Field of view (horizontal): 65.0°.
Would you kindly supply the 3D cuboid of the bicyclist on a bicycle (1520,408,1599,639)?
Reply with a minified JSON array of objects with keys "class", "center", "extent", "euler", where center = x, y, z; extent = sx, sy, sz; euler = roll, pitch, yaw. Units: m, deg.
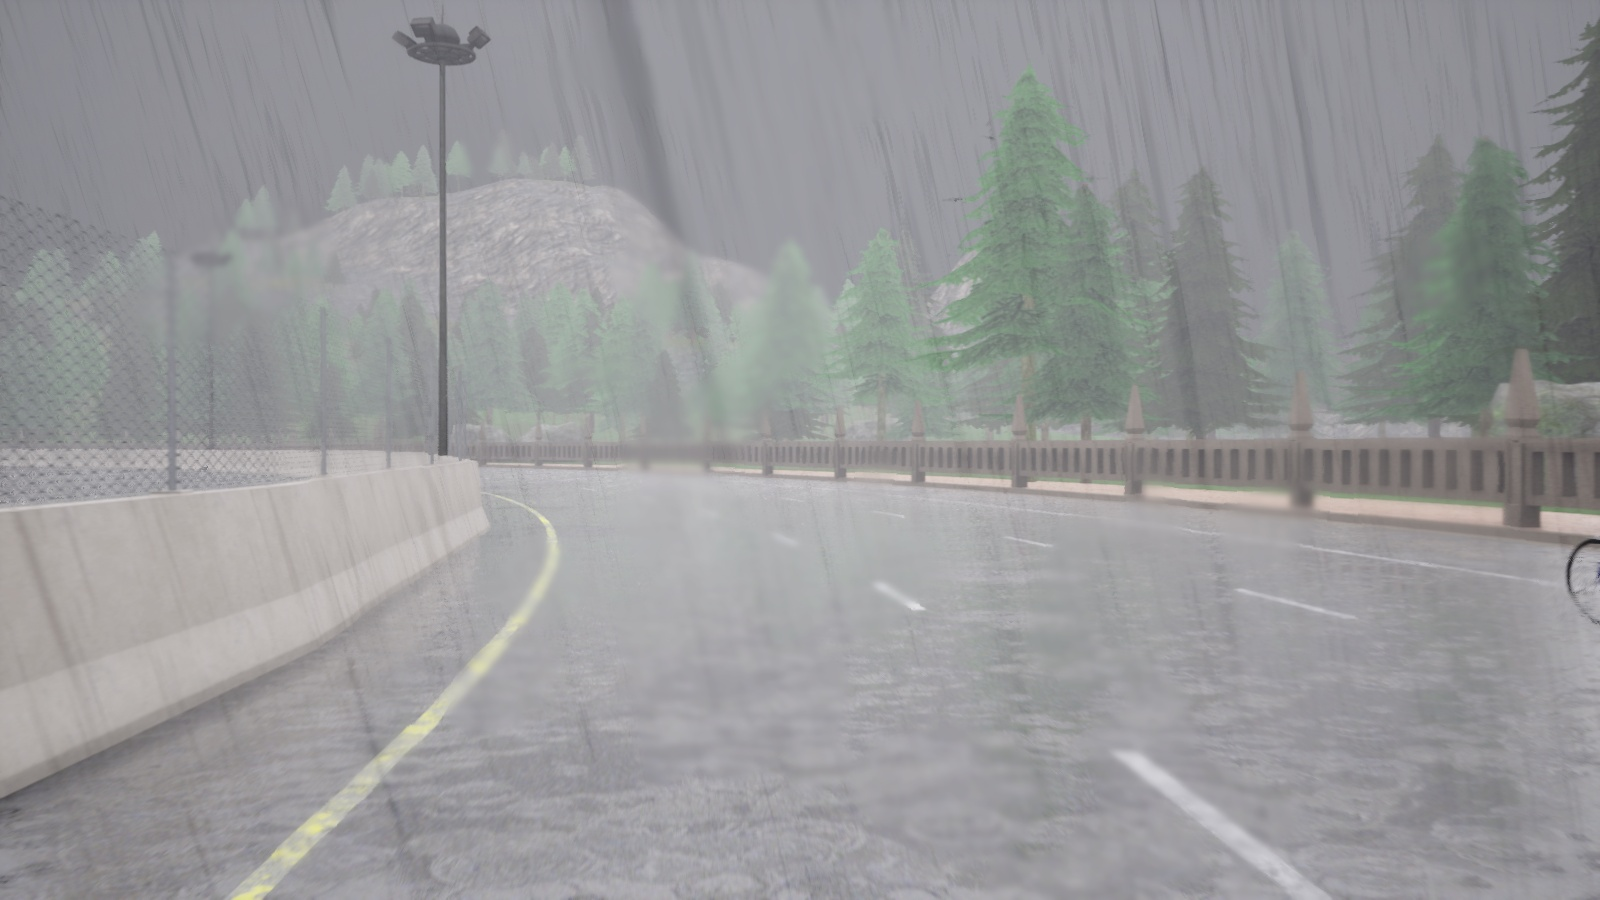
[{"class":"bicyclist on a bicycle","center":[6.481,0.564,9.681],"extent":[0.659,1.776,1.843],"euler":[-1,1,-5]}]
